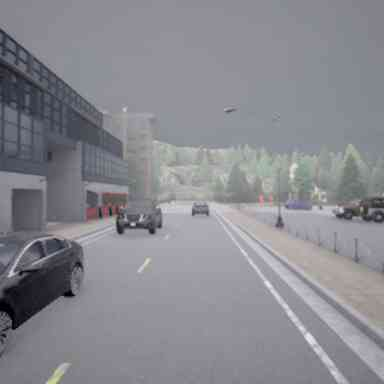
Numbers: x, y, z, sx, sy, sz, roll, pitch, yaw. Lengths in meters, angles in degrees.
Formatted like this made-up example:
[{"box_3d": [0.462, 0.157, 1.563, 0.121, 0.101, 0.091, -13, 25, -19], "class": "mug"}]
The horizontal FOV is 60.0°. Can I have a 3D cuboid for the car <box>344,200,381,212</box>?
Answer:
[{"box_3d": [22.316, 1.842, 43.609, 3.806, 1.475, 1.970, 0, -1, 1], "class": "car"}]

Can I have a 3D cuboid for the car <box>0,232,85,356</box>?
[{"box_3d": [-3.485, 1.545, 6.004, 2.128, 1.511, 4.902, 0, -1, 1], "class": "car"}]

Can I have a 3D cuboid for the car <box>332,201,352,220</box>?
[{"box_3d": [14.394, 1.399, 28.191, 4.605, 1.855, 1.932, 0, -1, 1], "class": "car"}]

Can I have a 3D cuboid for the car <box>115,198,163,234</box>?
[{"box_3d": [-3.126, 1.409, 20.769, 2.150, 2.045, 5.566, 0, 0, 1], "class": "car"}]

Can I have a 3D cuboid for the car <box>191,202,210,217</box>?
[{"box_3d": [0.928, 1.831, 36.159, 2.128, 1.511, 4.902, 0, -1, 1], "class": "car"}]

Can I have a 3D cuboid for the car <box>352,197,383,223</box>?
[{"box_3d": [14.738, 1.352, 25.277, 3.866, 1.878, 1.905, 0, -1, 1], "class": "car"}]

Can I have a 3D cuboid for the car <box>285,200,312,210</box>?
[{"box_3d": [14.967, 1.849, 46.763, 3.633, 1.501, 1.845, 0, -1, 1], "class": "car"}]

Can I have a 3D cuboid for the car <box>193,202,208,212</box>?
[{"box_3d": [1.170, 2.038, 46.549, 1.895, 1.301, 4.718, 0, -1, 1], "class": "car"}]
